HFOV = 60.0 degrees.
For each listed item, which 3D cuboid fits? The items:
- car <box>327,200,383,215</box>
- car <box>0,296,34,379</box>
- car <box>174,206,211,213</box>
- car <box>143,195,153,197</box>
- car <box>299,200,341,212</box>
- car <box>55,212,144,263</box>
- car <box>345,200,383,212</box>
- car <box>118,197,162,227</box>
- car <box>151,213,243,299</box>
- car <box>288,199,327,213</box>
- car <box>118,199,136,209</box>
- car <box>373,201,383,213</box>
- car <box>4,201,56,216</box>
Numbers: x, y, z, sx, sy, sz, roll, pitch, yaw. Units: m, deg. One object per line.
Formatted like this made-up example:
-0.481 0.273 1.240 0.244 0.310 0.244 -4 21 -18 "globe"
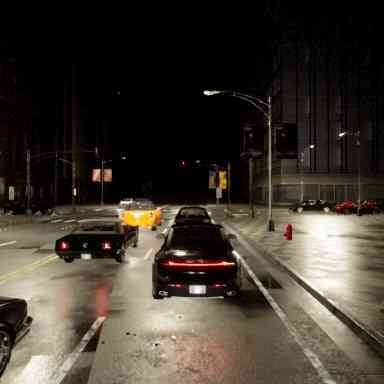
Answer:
15.382 1.577 31.273 4.206 1.307 1.802 0 0 -1 "car"
-3.152 1.548 2.233 2.033 1.411 5.357 0 0 0 "car"
0.038 1.510 17.900 1.882 1.535 5.008 0 0 0 "car"
-9.598 1.603 71.790 2.150 2.045 5.566 0 0 0 "car"
15.270 1.663 39.797 4.313 1.339 1.947 0 0 -1 "car"
-3.123 1.615 12.020 1.895 1.301 4.718 0 0 0 "car"
20.910 1.644 39.873 4.313 1.339 1.947 0 0 -1 "car"
-3.104 1.397 21.014 2.097 1.767 4.553 0 0 0 "car"
0.116 1.512 8.409 1.837 1.490 4.892 0 0 0 "car"
13.207 1.576 37.016 4.892 1.490 1.837 0 -1 -1 "car"
-9.736 1.746 50.428 1.812 1.442 4.674 0 0 0 "car"
23.108 1.640 37.150 4.718 1.301 1.895 0 -1 -1 "car"
-15.945 1.644 32.859 4.892 1.490 1.837 0 -1 7 "car"
